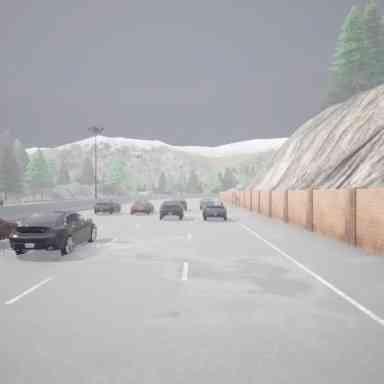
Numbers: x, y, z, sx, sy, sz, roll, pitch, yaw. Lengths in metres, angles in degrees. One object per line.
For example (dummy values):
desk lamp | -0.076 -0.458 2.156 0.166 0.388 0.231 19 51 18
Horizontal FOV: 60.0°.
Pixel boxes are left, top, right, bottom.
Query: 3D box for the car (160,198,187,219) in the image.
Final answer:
car | -1.683 1.499 28.612 1.837 1.490 4.892 0 -2 0

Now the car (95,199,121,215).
car | -8.640 1.491 34.288 2.128 1.511 4.902 0 0 0

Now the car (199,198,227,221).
car | 1.808 1.492 27.595 2.128 1.511 4.902 0 0 0

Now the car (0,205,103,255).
car | -5.305 1.505 13.351 1.837 1.490 4.892 0 0 0

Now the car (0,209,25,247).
car | -8.806 1.526 13.411 1.812 1.442 4.674 0 0 0

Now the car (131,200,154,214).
car | -5.135 1.563 34.878 1.994 1.385 4.181 0 0 0

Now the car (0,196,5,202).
car | -22.720 1.073 36.740 2.097 1.767 4.553 0 0 0

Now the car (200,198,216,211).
car | 1.917 1.526 41.644 1.812 1.442 4.674 0 0 1
